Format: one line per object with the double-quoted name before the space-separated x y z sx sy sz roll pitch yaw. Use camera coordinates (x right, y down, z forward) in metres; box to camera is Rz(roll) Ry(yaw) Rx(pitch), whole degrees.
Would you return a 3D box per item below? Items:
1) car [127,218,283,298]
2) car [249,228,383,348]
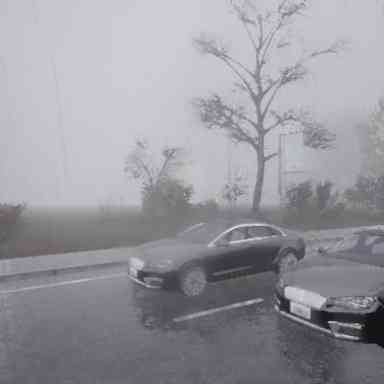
"car" 0.807 1.464 8.504 4.902 1.511 2.128 0 0 -32
"car" 3.689 1.476 6.186 4.902 1.511 2.128 0 0 -31
